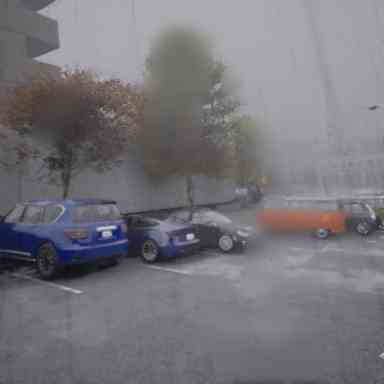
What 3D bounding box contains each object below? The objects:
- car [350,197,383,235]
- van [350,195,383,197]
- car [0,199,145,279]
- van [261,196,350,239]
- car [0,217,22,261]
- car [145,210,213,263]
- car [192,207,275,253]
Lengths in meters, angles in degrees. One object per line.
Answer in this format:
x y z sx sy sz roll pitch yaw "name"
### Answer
8.049 1.343 18.797 4.553 1.767 2.185 -1 0 36 "car"
10.613 1.236 20.428 4.442 1.987 1.878 -1 -1 36 "van"
-4.430 1.245 10.370 5.566 2.045 2.435 -1 0 35 "car"
5.437 1.250 17.205 4.442 1.987 1.878 -1 0 36 "van"
-6.878 1.502 8.630 4.892 1.521 2.231 -1 0 35 "car"
-1.945 1.520 12.078 4.792 1.488 2.163 -1 0 36 "car"
0.557 1.486 13.771 4.892 1.521 2.231 -1 -1 36 "car"
